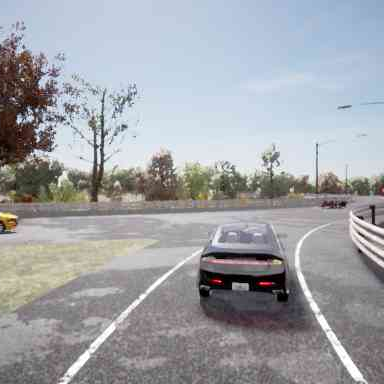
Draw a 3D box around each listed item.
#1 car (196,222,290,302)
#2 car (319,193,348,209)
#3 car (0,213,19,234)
[{"bbox_3d":[1.348,1.489,8.356,2.128,1.511,4.902,0,0,11],"label":"car"},{"bbox_3d":[19.896,1.331,46.300,4.553,1.767,2.097,0,0,-45],"label":"car"},{"bbox_3d":[-12.102,1.468,17.846,5.008,1.535,1.882,0,0,-22],"label":"car"}]
